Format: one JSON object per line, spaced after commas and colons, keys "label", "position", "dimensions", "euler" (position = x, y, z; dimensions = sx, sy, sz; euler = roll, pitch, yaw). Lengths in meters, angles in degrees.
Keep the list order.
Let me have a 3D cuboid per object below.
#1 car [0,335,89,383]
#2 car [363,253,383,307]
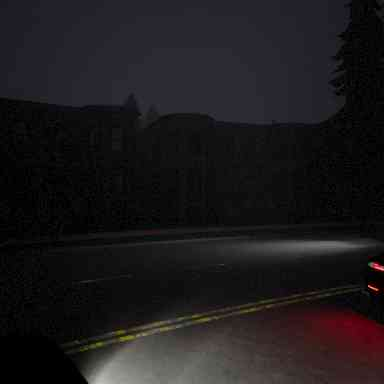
{"label": "car", "position": [-3.091, 1.547, 1.378], "dimensions": [5.357, 1.411, 2.033], "euler": [0, 0, -37]}
{"label": "car", "position": [5.450, 1.492, 6.209], "dimensions": [4.902, 1.511, 2.128], "euler": [0, 0, -24]}
